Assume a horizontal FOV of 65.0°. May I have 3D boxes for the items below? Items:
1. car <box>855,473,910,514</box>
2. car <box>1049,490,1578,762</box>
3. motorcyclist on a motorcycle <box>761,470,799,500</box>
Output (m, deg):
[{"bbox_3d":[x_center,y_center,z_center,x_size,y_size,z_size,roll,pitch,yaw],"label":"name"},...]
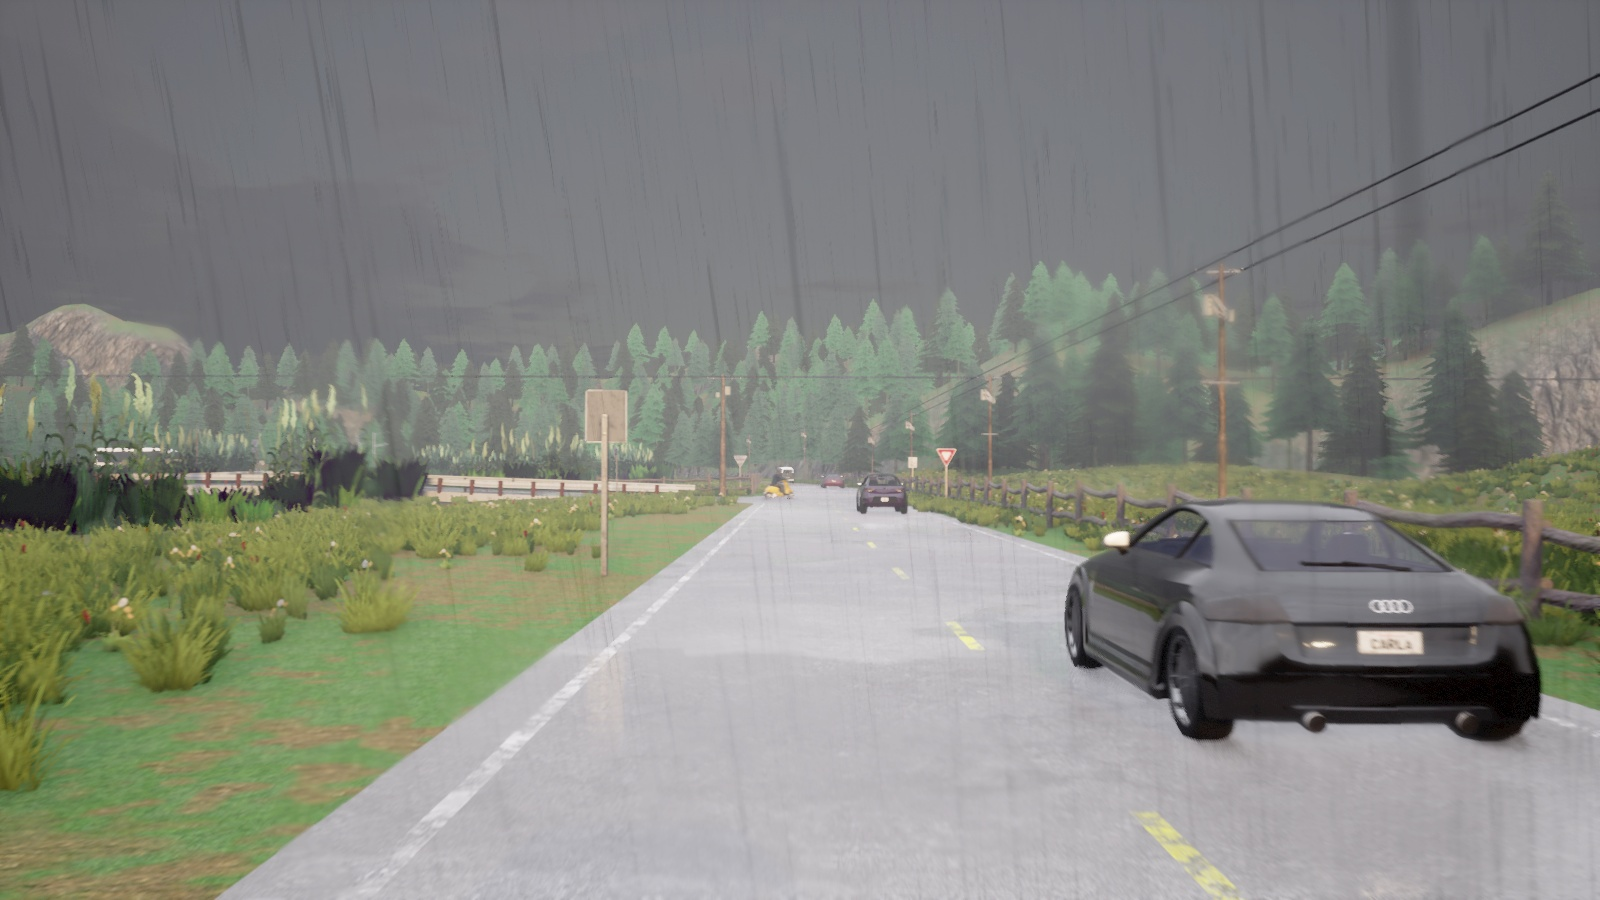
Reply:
[{"bbox_3d":[3.085,1.613,47.635,1.816,1.474,4.193,0,-1,0],"label":"car"},{"bbox_3d":[3.178,1.014,8.851,1.994,1.385,4.181,0,-1,0],"label":"car"},{"bbox_3d":[-1.071,1.872,66.837,1.817,1.590,0.866,0,-3,-26],"label":"motorcyclist on a motorcycle"}]
